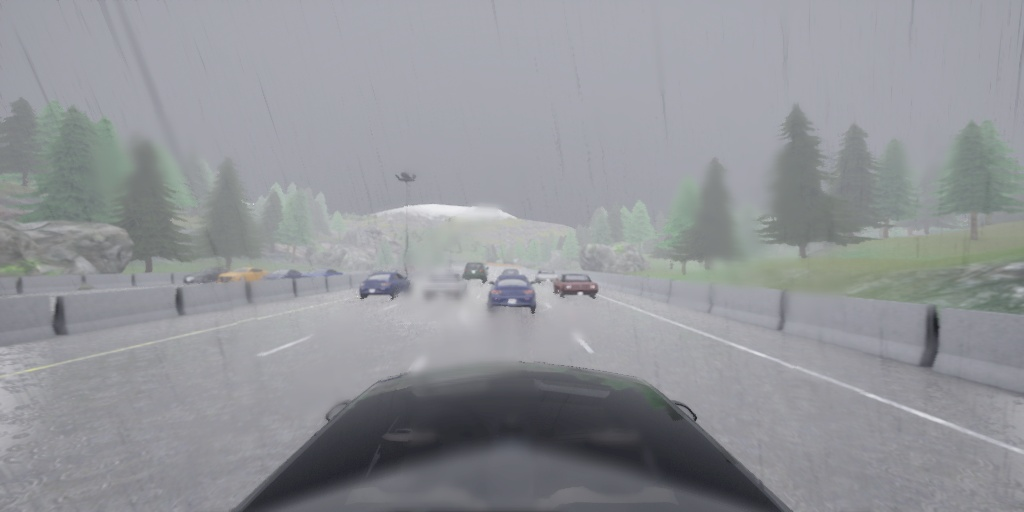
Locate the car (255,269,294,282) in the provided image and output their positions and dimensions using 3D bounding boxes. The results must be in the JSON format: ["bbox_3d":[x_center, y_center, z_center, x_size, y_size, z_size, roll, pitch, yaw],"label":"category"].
[{"bbox_3d":[-21.294,1.950,33.604,1.812,1.442,4.674,0,-2,0],"label":"car"}]

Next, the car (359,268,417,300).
[{"bbox_3d":[-7.017,1.609,20.261,1.812,1.442,4.674,0,-1,0],"label":"car"}]

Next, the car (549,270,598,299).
[{"bbox_3d":[3.485,1.675,20.572,1.895,1.301,4.718,0,-1,0],"label":"car"}]

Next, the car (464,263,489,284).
[{"bbox_3d":[-3.618,1.692,36.371,2.150,2.045,5.566,0,-2,0],"label":"car"}]

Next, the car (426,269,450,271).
[{"bbox_3d":[-7.121,2.016,36.889,1.812,1.442,4.674,0,-2,0],"label":"car"}]

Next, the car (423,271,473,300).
[{"bbox_3d":[-3.512,1.674,20.002,1.895,1.301,4.718,0,-1,0],"label":"car"}]

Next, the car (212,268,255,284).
[{"bbox_3d":[-24.794,1.906,33.541,1.882,1.535,5.008,0,-2,0],"label":"car"}]

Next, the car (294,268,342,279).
[{"bbox_3d":[-17.795,1.897,33.634,1.882,1.535,5.008,0,-2,0],"label":"car"}]

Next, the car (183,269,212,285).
[{"bbox_3d":[-28.295,1.934,33.857,2.128,1.511,4.902,0,-2,0],"label":"car"}]

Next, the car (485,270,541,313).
[{"bbox_3d":[0.013,1.495,15.122,1.812,1.442,4.674,0,-1,0],"label":"car"}]

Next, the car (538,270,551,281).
[{"bbox_3d":[3.385,2.051,36.033,1.895,1.301,4.718,0,-2,0],"label":"car"}]
